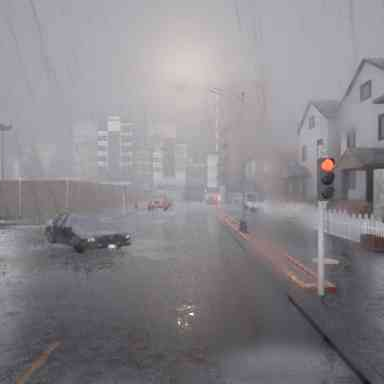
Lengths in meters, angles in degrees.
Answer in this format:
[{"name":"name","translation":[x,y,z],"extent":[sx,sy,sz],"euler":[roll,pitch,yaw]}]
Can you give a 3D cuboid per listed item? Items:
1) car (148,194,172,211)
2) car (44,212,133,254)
[{"name":"car","translation":[-4.088,1.221,41.156],"extent":[2.150,2.045,5.566],"euler":[0,0,0]},{"name":"car","translation":[-4.518,1.547,13.867],"extent":[2.033,1.411,5.357],"euler":[0,0,-40]}]
